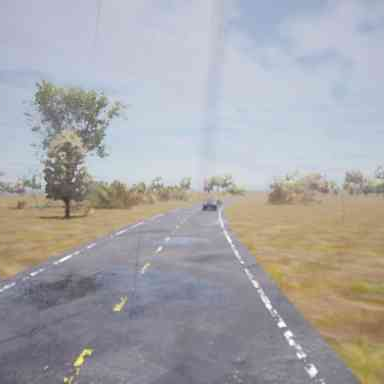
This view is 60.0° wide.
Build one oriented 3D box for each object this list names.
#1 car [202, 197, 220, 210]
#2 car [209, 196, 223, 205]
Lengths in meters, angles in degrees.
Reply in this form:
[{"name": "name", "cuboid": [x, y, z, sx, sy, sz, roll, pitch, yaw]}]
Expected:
[{"name": "car", "cuboid": [2.507, 1.762, 45.384, 1.895, 1.301, 4.718, 0, 0, 6]}, {"name": "car", "cuboid": [4.819, 1.776, 63.609, 2.033, 1.411, 5.357, 0, 0, 9]}]
